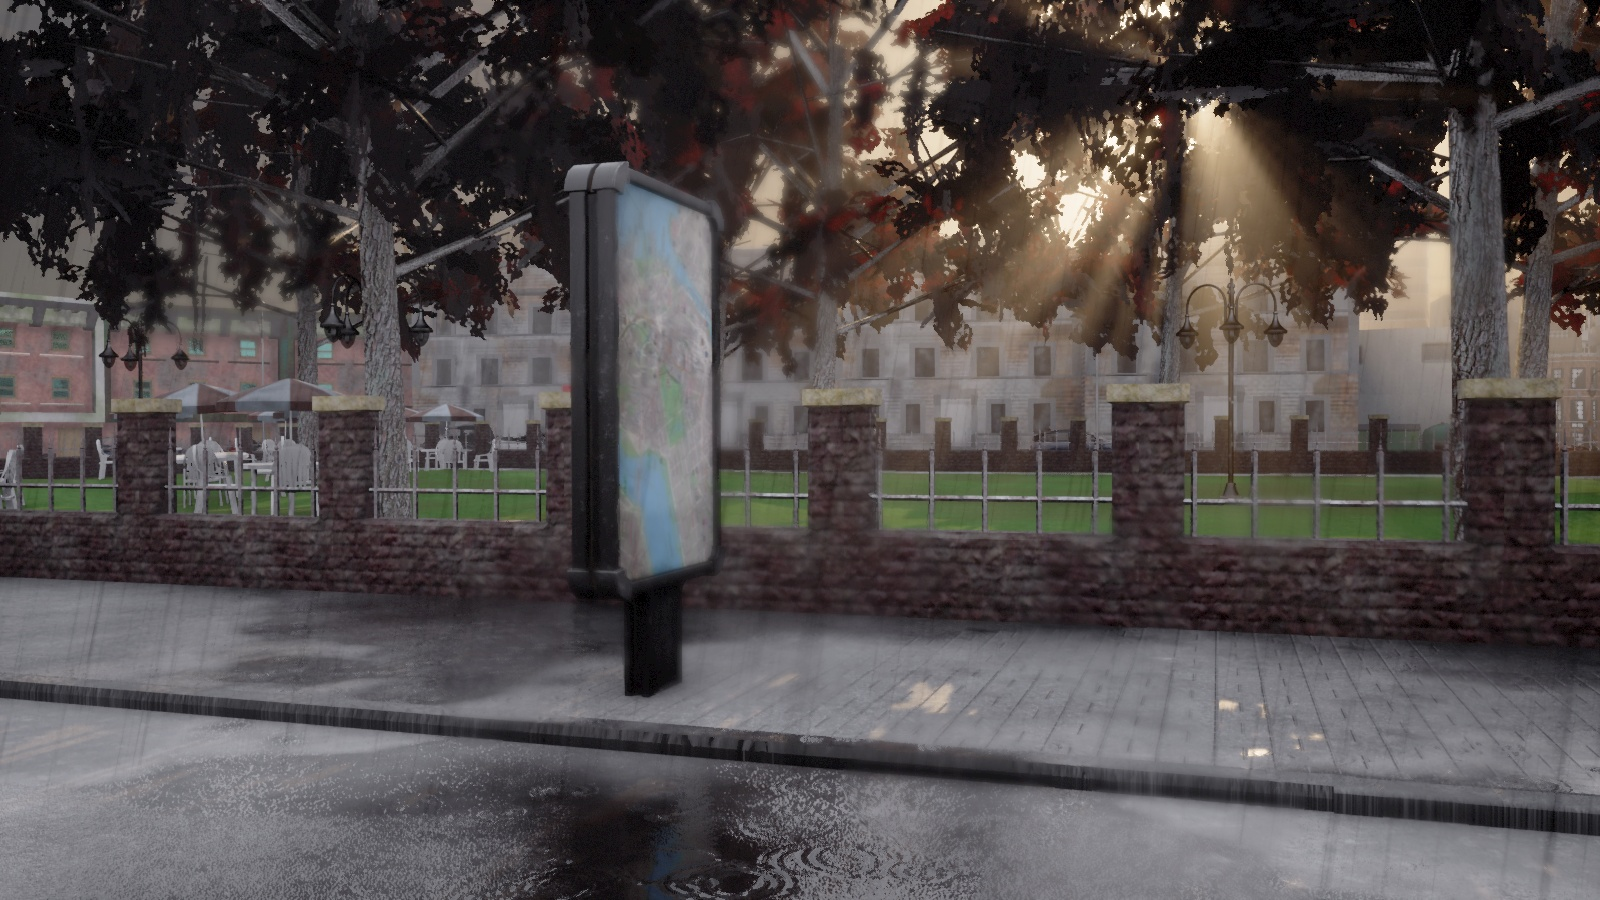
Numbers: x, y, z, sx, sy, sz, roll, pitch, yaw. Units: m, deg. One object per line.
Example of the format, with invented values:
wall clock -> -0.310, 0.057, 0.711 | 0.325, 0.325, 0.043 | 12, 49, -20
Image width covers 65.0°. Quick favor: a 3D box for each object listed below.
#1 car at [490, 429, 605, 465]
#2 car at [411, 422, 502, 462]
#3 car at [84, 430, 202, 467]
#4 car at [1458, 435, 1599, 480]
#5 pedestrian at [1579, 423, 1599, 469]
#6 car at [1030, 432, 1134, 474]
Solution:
car -> -11.069, -0.151, 55.106 | 4.514, 1.525, 2.007 | 1, 1, 19
car -> -16.713, -0.419, 61.154 | 3.866, 1.878, 1.905 | 0, 1, 18
car -> -27.343, -0.101, 52.407 | 1.816, 1.474, 4.193 | 0, 1, 20
car -> 25.074, 0.244, 43.094 | 4.193, 1.474, 1.816 | 1, 1, 18
pedestrian -> 32.379, -0.165, 51.395 | 0.694, 1.848, 0.540 | 0, 1, 15
car -> 10.746, 0.079, 47.850 | 3.705, 1.549, 1.789 | 0, 1, 18
